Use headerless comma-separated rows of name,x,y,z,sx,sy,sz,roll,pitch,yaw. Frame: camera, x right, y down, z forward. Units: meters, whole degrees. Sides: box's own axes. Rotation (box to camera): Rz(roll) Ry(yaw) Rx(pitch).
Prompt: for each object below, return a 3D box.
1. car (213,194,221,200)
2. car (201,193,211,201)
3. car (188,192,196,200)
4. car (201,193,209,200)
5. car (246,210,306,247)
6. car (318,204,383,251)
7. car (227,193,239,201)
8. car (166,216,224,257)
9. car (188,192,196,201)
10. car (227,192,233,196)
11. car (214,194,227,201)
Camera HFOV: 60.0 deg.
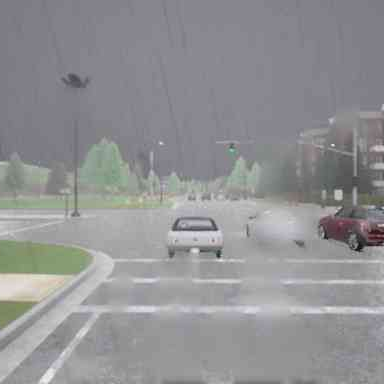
car,6.985,1.411,92.168,1.837,1.490,4.892,0,0,0
car,3.488,1.215,81.780,2.150,2.045,5.566,0,0,0
car,-0.015,1.136,92.196,2.150,2.045,5.566,0,0,0
car,3.485,1.266,92.137,2.097,1.767,4.553,0,0,0
car,3.599,1.524,14.765,1.812,1.442,4.674,0,0,0
car,7.101,1.350,14.147,2.097,1.767,4.553,0,0,0
car,10.488,1.586,82.199,1.895,1.301,4.718,0,0,0
car,0.100,1.600,12.951,1.895,1.301,4.718,0,0,0
car,-0.012,1.468,81.748,1.882,1.535,5.008,0,0,0
car,10.485,1.136,92.199,2.150,2.045,5.566,0,0,0
car,6.988,1.514,82.167,1.812,1.442,4.674,0,0,0
